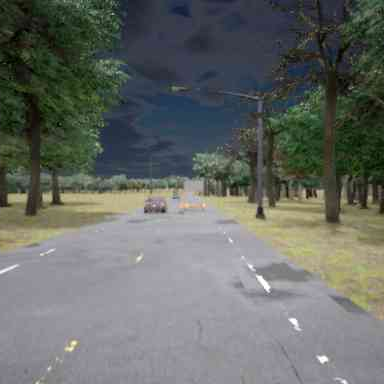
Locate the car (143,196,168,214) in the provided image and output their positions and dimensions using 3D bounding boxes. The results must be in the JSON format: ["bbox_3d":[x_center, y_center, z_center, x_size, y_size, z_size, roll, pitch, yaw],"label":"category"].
[{"bbox_3d":[-3.606,1.223,33.637,2.097,1.767,4.553,0,0,0],"label":"car"}]

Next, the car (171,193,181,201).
[{"bbox_3d":[-3.531,1.015,75.071,2.097,1.767,4.553,0,0,0],"label":"car"}]

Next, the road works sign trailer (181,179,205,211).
[{"bbox_3d":[0.179,0.320,38.402,2.380,3.560,2.880,0,0,-8],"label":"road works sign trailer"}]
